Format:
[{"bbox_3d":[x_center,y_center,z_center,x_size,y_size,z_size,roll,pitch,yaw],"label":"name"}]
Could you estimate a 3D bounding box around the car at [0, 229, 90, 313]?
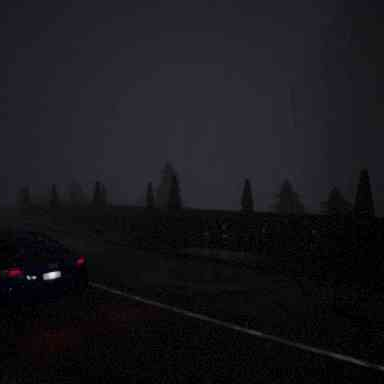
[{"bbox_3d":[-4.199,1.573,7.692,4.181,1.385,1.994,0,0,41],"label":"car"}]
